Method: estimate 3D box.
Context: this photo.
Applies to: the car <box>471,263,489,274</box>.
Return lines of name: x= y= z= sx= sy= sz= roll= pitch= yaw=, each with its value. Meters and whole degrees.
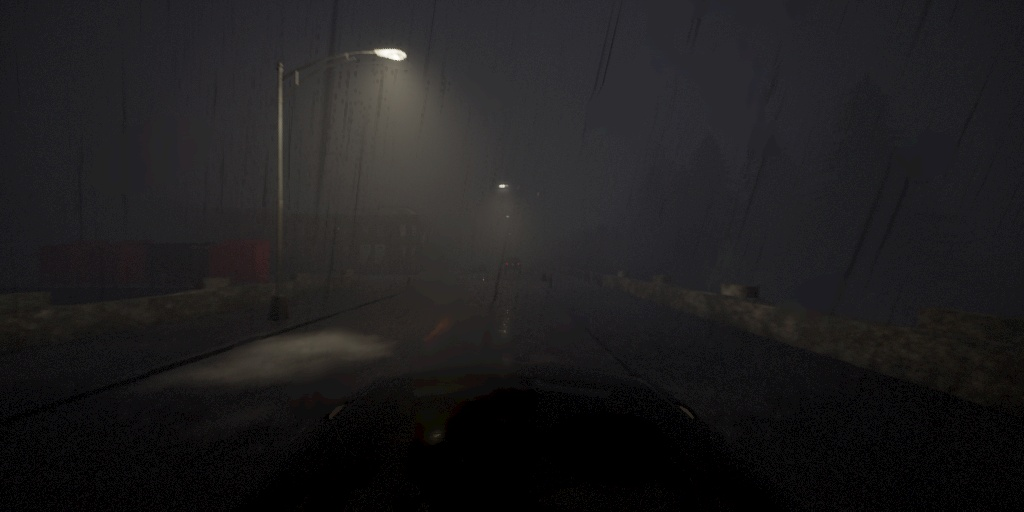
car: x=-4.069 y=1.522 z=45.703 sx=1.994 sy=1.385 sz=4.181 roll=0 pitch=0 yaw=0

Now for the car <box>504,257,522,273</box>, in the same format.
car: x=0.103 y=1.185 z=47.620 sx=2.150 sy=2.045 sz=5.566 roll=0 pitch=-1 yaw=0

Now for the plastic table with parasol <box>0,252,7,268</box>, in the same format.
plastic table with parasol: x=-52.969 y=0.842 z=37.366 sx=2.482 sy=2.480 sz=2.482 roll=0 pitch=0 yaw=0

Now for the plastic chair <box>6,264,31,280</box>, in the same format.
plastic chair: x=-42.503 y=1.416 z=30.900 sx=0.750 sy=1.272 sz=0.730 roll=0 pitch=0 yaw=0

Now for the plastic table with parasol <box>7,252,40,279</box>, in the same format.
plastic table with parasol: x=-42.402 y=0.819 z=32.400 sx=2.482 sy=2.480 sz=2.482 roll=0 pitch=0 yaw=0
